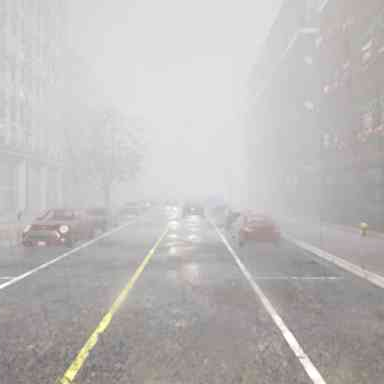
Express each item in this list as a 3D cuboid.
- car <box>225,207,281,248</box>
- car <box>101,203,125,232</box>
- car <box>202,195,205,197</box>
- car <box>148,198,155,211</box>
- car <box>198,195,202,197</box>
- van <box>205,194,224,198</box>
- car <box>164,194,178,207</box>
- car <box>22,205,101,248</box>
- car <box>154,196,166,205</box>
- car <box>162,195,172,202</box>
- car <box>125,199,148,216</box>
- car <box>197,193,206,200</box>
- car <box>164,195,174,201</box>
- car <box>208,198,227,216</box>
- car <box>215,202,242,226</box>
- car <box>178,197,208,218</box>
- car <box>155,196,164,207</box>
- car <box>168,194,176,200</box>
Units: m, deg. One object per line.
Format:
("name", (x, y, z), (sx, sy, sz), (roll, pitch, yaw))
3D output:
("car", (2.704, 1.567, 14.535), (1.802, 1.307, 4.206), (1, 0, 0))
("car", (-5.674, 1.545, 20.230), (1.947, 1.339, 4.313), (1, 0, 0))
("car", (2.718, 1.510, 48.473), (1.947, 1.339, 4.313), (1, 0, 0))
("car", (-5.671, 1.510, 37.199), (2.008, 1.369, 4.403), (1, 0, 0))
("car", (0.015, 1.495, 46.355), (2.033, 1.411, 5.357), (0, 0, 0))
("van", (2.713, 1.300, 37.160), (1.690, 1.788, 3.998), (1, 0, 0))
("car", (-3.067, 1.431, 51.226), (2.128, 1.511, 4.902), (0, 0, 0))
("car", (-5.674, 1.425, 14.573), (1.967, 1.590, 4.097), (1, 0, 0))
("car", (-5.665, 1.453, 59.655), (1.752, 1.417, 4.829), (1, 0, 0))
("car", (-5.662, 1.454, 76.794), (2.008, 1.369, 4.403), (1, 0, 0))
("car", (-5.672, 1.510, 31.542), (1.887, 1.381, 4.507), (1, 0, 0))
("car", (2.692, 1.193, 93.723), (2.192, 1.841, 5.009), (1, 0, 0))
("car", (-5.661, 1.446, 82.451), (2.008, 1.369, 4.403), (1, 0, 0))
("car", (2.708, 1.516, 31.504), (2.008, 1.369, 4.403), (1, 0, 0))
("car", (2.706, 1.529, 20.192), (2.008, 1.369, 4.403), (1, 0, 0))
("car", (0.094, 1.470, 30.234), (2.163, 1.488, 4.792), (0, 0, 0))
("car", (-5.668, 1.495, 48.512), (2.008, 1.369, 4.403), (1, 0, 0))
("car", (-5.656, 1.318, 93.763), (1.967, 1.590, 4.097), (1, 0, 0))
